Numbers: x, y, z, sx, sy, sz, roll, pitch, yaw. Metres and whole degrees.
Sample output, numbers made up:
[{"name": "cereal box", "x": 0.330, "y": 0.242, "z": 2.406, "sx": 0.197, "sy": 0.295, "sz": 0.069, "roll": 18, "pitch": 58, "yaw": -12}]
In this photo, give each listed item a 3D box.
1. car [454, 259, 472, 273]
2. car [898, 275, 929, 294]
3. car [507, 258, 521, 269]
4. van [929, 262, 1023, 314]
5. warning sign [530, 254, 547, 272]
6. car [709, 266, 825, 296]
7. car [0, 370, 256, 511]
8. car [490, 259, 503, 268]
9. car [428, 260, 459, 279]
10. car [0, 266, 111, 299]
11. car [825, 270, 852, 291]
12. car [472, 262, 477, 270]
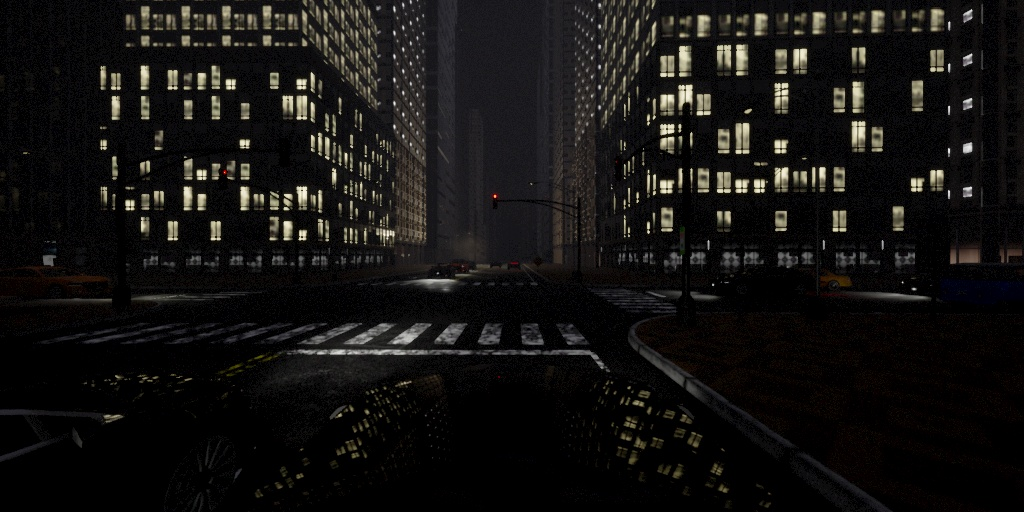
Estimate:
[{"name": "car", "x": -6.430, "y": 1.154, "z": 43.342, "sx": 2.097, "sy": 1.767, "sz": 4.553, "roll": 0, "pitch": 0, "yaw": 0}, {"name": "car", "x": 23.455, "y": 1.324, "z": 18.442, "sx": 5.357, "sy": 1.411, "sz": 2.033, "roll": 0, "pitch": 0, "yaw": 2}, {"name": "car", "x": 0.325, "y": 1.330, "z": 56.911, "sx": 2.128, "sy": 1.511, "sz": 4.902, "roll": 0, "pitch": 0, "yaw": 0}, {"name": "van", "x": 18.403, "y": 1.120, "z": 13.118, "sx": 3.998, "sy": 1.789, "sz": 1.690, "roll": 0, "pitch": 0, "yaw": 2}, {"name": "warning sign", "x": 3.011, "y": 0.913, "z": 41.340, "sx": 1.300, "sy": 1.860, "sz": 1.060, "roll": 0, "pitch": 0, "yaw": 0}, {"name": "car", "x": 13.055, "y": 1.274, "z": 18.861, "sx": 4.892, "sy": 1.490, "sz": 1.837, "roll": 0, "pitch": 0, "yaw": 2}, {"name": "car", "x": -3.154, "y": 1.241, "z": 1.148, "sx": 2.128, "sy": 1.511, "sz": 4.902, "roll": 0, "pitch": 0, "yaw": 0}, {"name": "car", "x": -2.896, "y": 1.369, "z": 63.777, "sx": 1.837, "sy": 1.490, "sz": 4.892, "roll": 0, "pitch": 0, "yaw": 0}, {"name": "car", "x": -6.471, "y": 1.345, "z": 33.345, "sx": 1.994, "sy": 1.385, "sz": 4.181, "roll": 0, "pitch": 0, "yaw": 0}, {"name": "car", "x": -22.322, "y": 1.237, "z": 17.166, "sx": 5.008, "sy": 1.535, "sz": 1.882, "roll": 0, "pitch": 0, "yaw": 0}, {"name": "car", "x": 17.166, "y": 1.295, "z": 21.295, "sx": 4.829, "sy": 1.417, "sz": 1.751, "roll": 0, "pitch": 0, "yaw": 2}, {"name": "car", "x": -6.383, "y": 1.378, "z": 53.839, "sx": 2.033, "sy": 1.411, "sz": 5.357, "roll": 0, "pitch": 0, "yaw": 0}]
